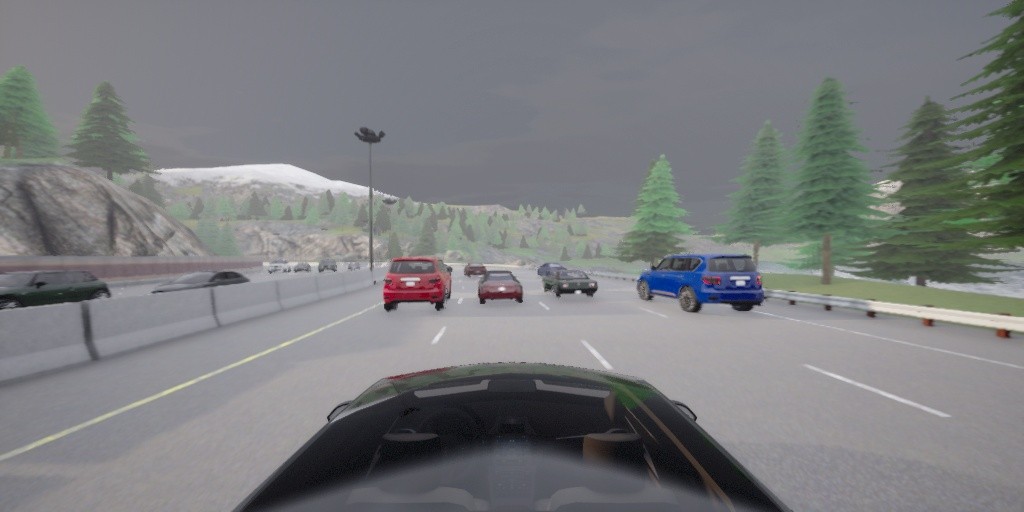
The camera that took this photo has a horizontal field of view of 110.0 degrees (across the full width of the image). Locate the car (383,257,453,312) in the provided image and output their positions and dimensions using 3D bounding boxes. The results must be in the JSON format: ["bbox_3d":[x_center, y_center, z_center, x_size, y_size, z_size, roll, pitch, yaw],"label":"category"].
[{"bbox_3d":[-3.786,1.060,15.103,2.150,2.045,5.566,0,0,-6],"label":"car"}]

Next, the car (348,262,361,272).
[{"bbox_3d":[-25.435,1.718,57.937,2.128,1.511,4.902,-1,0,-22],"label":"car"}]

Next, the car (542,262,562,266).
[{"bbox_3d":[3.799,1.347,34.937,1.812,1.442,4.674,0,0,-12],"label":"car"}]

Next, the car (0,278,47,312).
[{"bbox_3d":[-21.616,1.629,13.674,1.895,1.301,4.718,-1,0,-5],"label":"car"}]

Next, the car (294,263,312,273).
[{"bbox_3d":[-31.280,1.773,53.787,1.837,1.490,4.892,0,0,-22],"label":"car"}]

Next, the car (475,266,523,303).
[{"bbox_3d":[-0.652,1.375,17.256,1.994,1.385,4.181,-1,0,-6],"label":"car"}]

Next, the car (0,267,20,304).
[{"bbox_3d":[-25.327,1.428,15.479,2.097,1.767,4.553,-1,0,-6],"label":"car"}]

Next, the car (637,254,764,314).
[{"bbox_3d":[6.895,0.938,13.860,2.150,2.045,5.566,0,0,-5],"label":"car"}]

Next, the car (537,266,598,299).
[{"bbox_3d":[2.789,1.378,18.541,1.895,1.301,4.718,-1,0,-6],"label":"car"}]

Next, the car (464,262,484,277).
[{"bbox_3d":[-3.948,1.394,37.719,1.882,1.535,5.008,0,0,-14],"label":"car"}]

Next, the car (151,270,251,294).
[{"bbox_3d":[-15.012,1.475,17.664,1.837,1.490,4.892,0,0,-6],"label":"car"}]

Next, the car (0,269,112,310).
[{"bbox_3d":[-18.124,1.341,13.380,2.097,1.767,4.553,-1,0,-5],"label":"car"}]

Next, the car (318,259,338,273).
[{"bbox_3d":[-27.280,1.462,53.249,2.150,2.045,5.566,0,0,-21],"label":"car"}]
